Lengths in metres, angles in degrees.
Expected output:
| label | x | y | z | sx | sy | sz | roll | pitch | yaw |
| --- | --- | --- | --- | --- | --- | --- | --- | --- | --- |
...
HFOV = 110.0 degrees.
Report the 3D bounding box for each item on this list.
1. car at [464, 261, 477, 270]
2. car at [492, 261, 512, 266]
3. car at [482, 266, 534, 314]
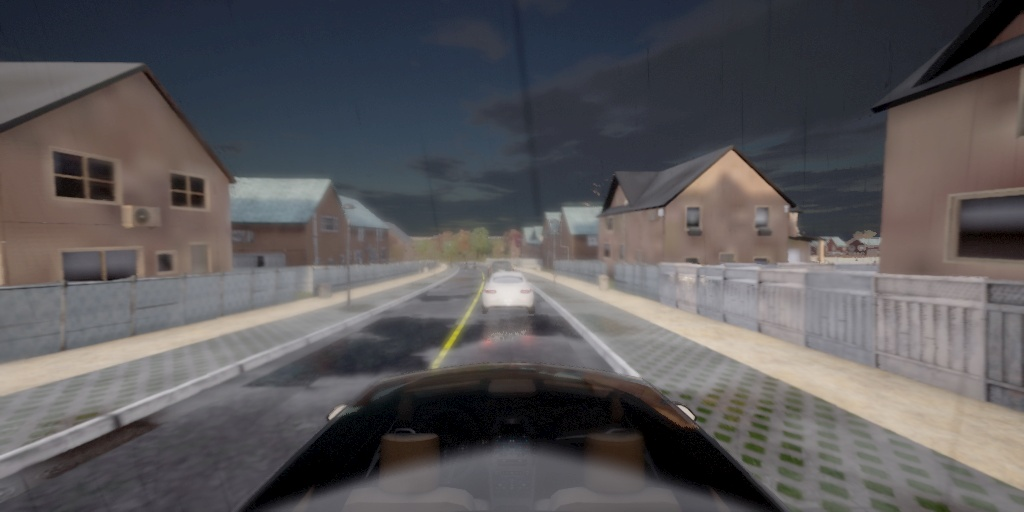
| label | x | y | z | sx | sy | sz | roll | pitch | yaw |
| --- | --- | --- | --- | --- | --- | --- | --- | --- | --- |
| car | -6.809 | 1.532 | 59.291 | 1.812 | 1.442 | 4.674 | 0 | 0 | -7 |
| car | -0.847 | 1.181 | 28.124 | 2.097 | 1.767 | 4.553 | 0 | 0 | -3 |
| car | -0.170 | 1.306 | 13.940 | 1.812 | 1.442 | 4.674 | 0 | 0 | -1 |
